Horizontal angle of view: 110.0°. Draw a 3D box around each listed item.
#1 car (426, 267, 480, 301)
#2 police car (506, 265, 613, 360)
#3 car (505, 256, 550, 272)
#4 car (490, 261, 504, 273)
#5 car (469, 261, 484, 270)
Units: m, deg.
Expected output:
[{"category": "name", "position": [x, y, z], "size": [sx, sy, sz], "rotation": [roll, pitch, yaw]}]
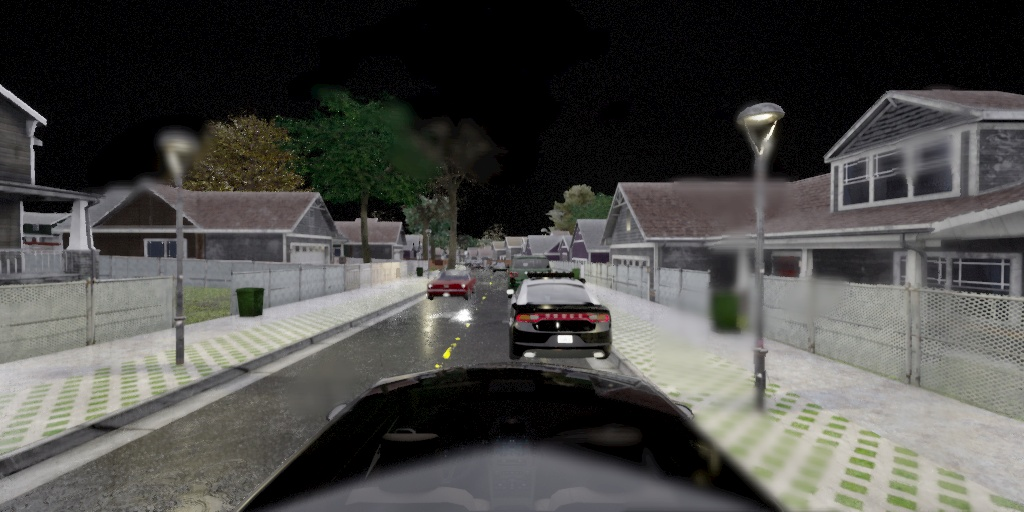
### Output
[{"category": "car", "position": [-2.851, 1.375, 17.656], "size": [1.895, 1.301, 4.718], "rotation": [0, 0, -1]}, {"category": "police car", "position": [0.896, 1.180, 8.516], "size": [1.930, 1.638, 5.238], "rotation": [0, 0, 0]}, {"category": "car", "position": [0.841, 0.999, 18.490], "size": [2.150, 2.045, 5.566], "rotation": [0, 0, -1]}, {"category": "car", "position": [-1.522, 1.473, 47.483], "size": [1.994, 1.385, 4.181], "rotation": [0, 0, -4]}, {"category": "car", "position": [-5.732, 1.607, 60.442], "size": [1.994, 1.385, 4.181], "rotation": [0, -1, -7]}]
